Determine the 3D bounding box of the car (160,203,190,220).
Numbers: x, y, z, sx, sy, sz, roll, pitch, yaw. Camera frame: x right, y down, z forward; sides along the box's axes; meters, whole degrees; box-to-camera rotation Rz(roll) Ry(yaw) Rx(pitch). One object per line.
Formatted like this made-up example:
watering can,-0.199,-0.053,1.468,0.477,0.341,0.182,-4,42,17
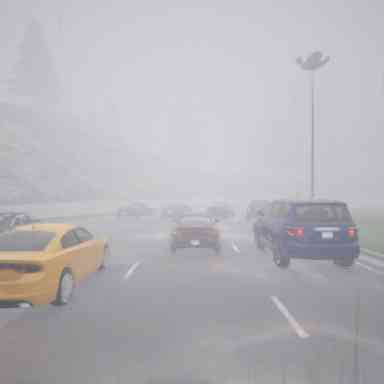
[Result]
car,-1.173,1.602,28.551,1.994,1.385,4.181,0,0,16

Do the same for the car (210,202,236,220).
car,2.542,1.564,28.920,1.812,1.442,4.674,0,0,18

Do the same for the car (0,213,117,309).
car,-3.419,1.488,8.041,1.882,1.535,5.008,0,0,0

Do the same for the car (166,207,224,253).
car,0.157,1.544,13.583,1.812,1.442,4.674,0,0,1

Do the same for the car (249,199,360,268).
car,3.615,1.237,11.511,2.150,2.045,5.566,0,0,0

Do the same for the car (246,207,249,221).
car,5.840,1.389,27.709,2.097,1.767,4.553,0,0,17

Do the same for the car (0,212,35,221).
car,-6.864,1.508,12.802,2.128,1.511,4.902,0,0,1

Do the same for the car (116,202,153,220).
car,-4.955,1.564,29.037,1.812,1.442,4.674,0,0,15
